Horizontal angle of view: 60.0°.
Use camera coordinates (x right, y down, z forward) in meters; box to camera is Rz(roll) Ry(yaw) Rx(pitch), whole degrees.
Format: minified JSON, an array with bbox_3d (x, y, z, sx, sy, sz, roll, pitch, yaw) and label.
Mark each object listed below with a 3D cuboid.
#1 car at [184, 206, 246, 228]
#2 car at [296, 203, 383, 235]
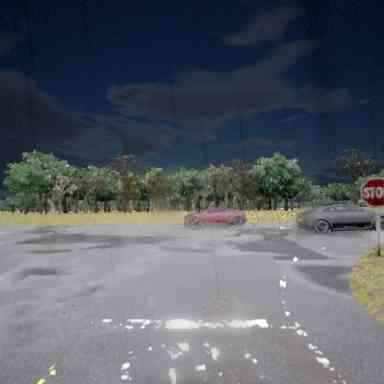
[{"bbox_3d":[1.531,1.663,22.465,4.181,1.385,1.994,-2,-2,-1],"label":"car"},{"bbox_3d":[7.054,1.206,15.543,4.181,1.385,1.994,-2,-2,-1],"label":"car"}]
